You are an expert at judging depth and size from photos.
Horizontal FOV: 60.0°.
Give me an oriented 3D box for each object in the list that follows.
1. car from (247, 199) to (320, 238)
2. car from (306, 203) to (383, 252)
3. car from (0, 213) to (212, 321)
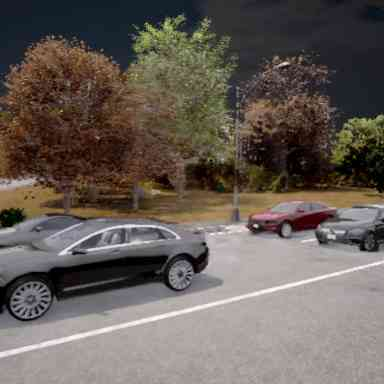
[{"bbox_3d":[4.805,1.117,15.637,5.008,1.535,1.882,-2,2,-34],"label":"car"},{"bbox_3d":[6.733,1.243,12.721,4.674,1.442,1.812,-1,2,-34],"label":"car"},{"bbox_3d":[-1.873,1.328,6.966,4.902,1.511,2.128,0,1,-34],"label":"car"}]
